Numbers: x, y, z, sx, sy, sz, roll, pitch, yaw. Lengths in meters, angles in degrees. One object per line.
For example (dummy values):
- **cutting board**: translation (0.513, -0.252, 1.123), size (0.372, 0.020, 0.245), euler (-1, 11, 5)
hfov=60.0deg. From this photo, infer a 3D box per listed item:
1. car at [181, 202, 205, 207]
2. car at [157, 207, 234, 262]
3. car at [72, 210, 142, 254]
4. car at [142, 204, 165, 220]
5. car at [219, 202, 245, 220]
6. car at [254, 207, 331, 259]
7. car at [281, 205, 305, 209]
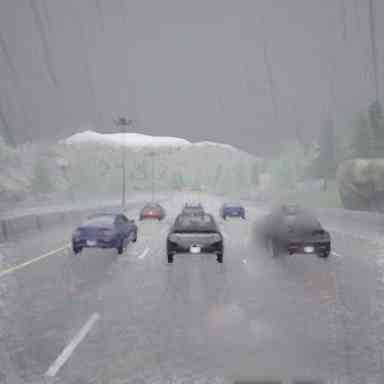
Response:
- **car**: translation (0.087, 1.643, 28.802), size (2.128, 1.511, 4.902), euler (0, -1, 0)
- **car**: translation (0.094, 1.515, 12.251), size (2.128, 1.511, 4.902), euler (0, 0, 0)
- **car**: translation (-3.406, 1.556, 13.573), size (1.812, 1.442, 4.674), euler (0, 0, 0)
- **car**: translation (-3.413, 1.722, 29.463), size (1.994, 1.385, 4.181), euler (0, -1, 0)
- **car**: translation (3.587, 1.647, 30.345), size (1.882, 1.535, 5.008), euler (0, -1, 0)
- **car**: translation (3.594, 1.530, 12.639), size (1.837, 1.490, 4.892), euler (0, 0, 0)
- **car**: translation (7.090, 1.649, 23.826), size (2.033, 1.411, 5.357), euler (0, -1, 0)
